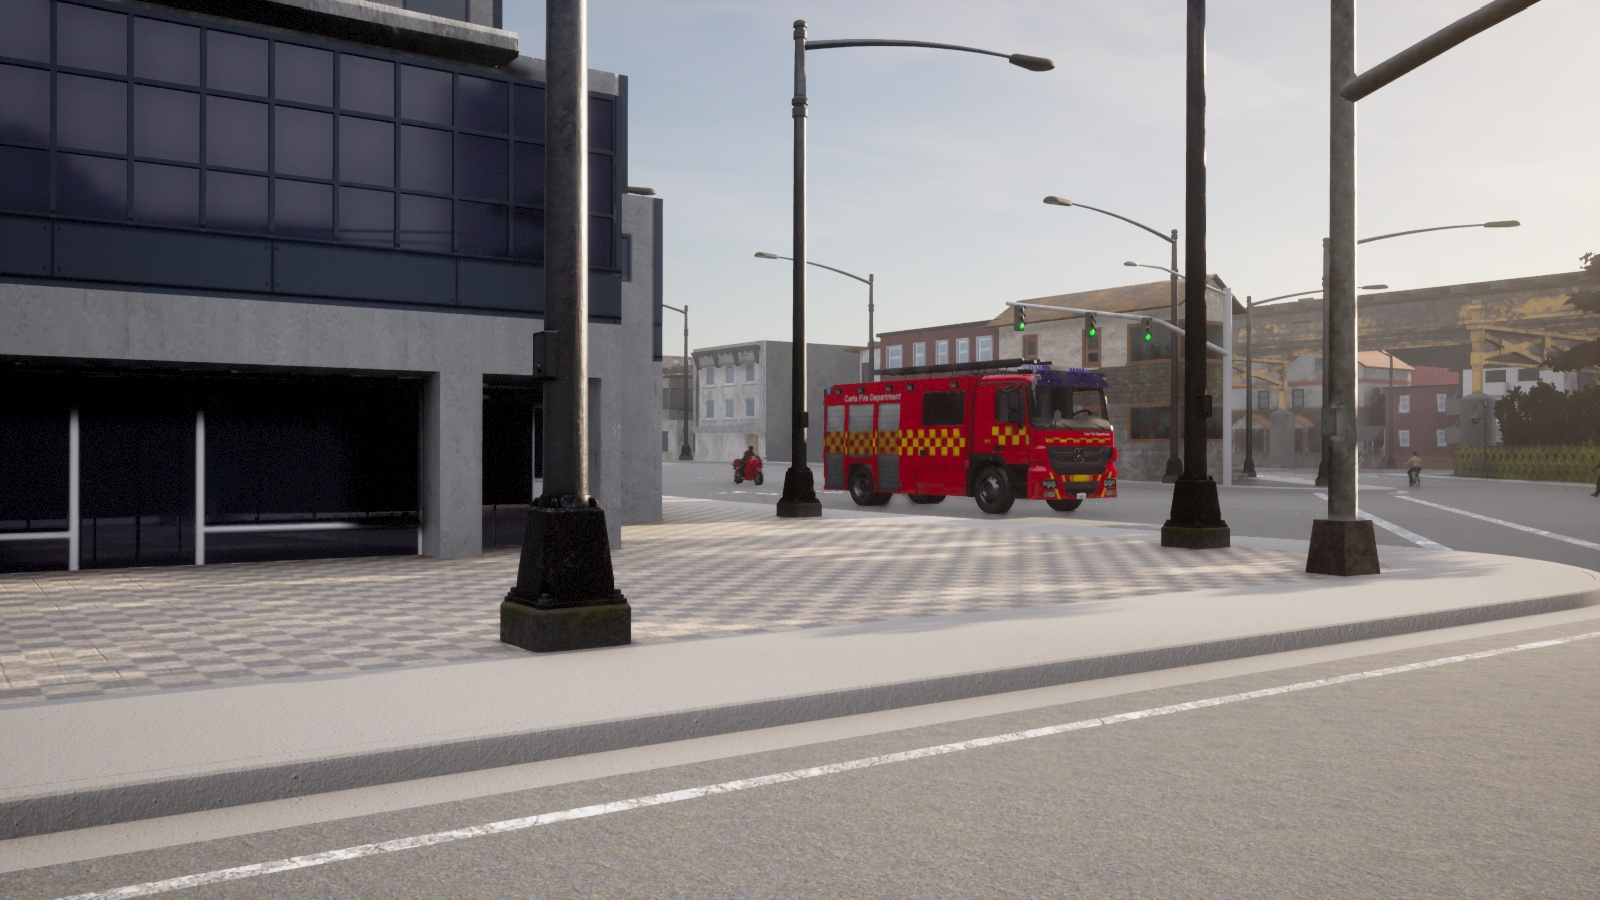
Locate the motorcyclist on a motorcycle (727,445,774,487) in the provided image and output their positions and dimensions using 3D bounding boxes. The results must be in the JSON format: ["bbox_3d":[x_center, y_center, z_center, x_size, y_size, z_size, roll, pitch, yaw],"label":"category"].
[{"bbox_3d":[-1.900,0.597,47.642,0.797,1.523,2.044,0,1,-35],"label":"motorcyclist on a motorcycle"}]

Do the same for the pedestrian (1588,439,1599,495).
[{"bbox_3d":[25.971,0.537,40.506,0.328,1.805,0.869,0,0,-43],"label":"pedestrian"}]

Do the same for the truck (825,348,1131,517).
[{"bbox_3d":[4.322,-0.400,32.763,2.891,3.827,8.468,0,0,-35],"label":"truck"}]
